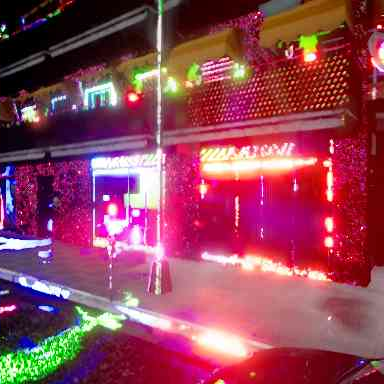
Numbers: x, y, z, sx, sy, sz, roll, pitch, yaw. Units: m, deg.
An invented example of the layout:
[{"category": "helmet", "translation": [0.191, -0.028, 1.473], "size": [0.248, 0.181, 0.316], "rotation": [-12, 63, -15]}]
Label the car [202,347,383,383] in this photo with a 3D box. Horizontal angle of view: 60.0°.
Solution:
[{"category": "car", "translation": [1.879, 1.554, 1.532], "size": [4.403, 1.369, 2.008], "rotation": [0, 0, 36]}]
